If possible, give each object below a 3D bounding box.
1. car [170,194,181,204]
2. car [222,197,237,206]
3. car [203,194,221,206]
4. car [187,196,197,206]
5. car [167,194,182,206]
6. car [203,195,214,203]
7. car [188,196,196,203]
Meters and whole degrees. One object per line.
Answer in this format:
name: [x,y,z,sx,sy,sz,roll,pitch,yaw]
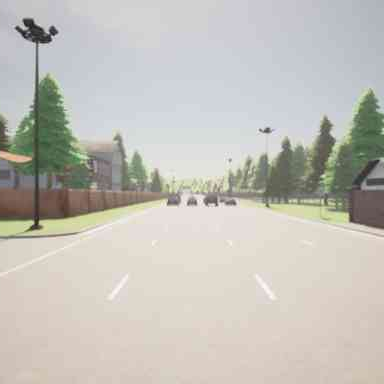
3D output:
car: [-3.498,1.427,72.534,2.150,2.045,5.566,0,0,0]
car: [7.052,1.768,61.339,1.812,1.442,4.674,0,0,0]
car: [3.524,1.457,59.668,2.150,2.045,5.566,0,0,1]
car: [0.045,1.731,60.469,2.128,1.511,4.902,0,0,1]
car: [-3.446,1.596,61.410,2.097,1.767,4.553,0,0,1]
car: [3.502,1.487,71.643,2.097,1.767,4.553,0,0,0]
car: [0.002,1.632,71.672,1.837,1.490,4.892,0,0,0]
